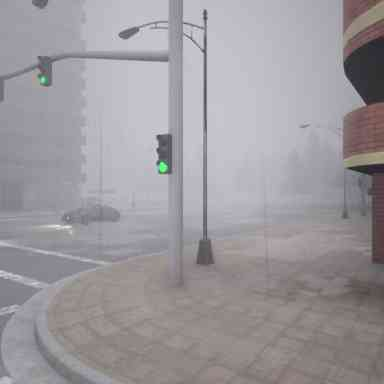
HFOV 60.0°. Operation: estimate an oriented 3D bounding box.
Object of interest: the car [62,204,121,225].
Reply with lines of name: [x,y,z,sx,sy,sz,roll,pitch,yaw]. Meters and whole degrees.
car: [-7.213,1.564,24.116,1.994,1.385,4.181,0,0,36]
